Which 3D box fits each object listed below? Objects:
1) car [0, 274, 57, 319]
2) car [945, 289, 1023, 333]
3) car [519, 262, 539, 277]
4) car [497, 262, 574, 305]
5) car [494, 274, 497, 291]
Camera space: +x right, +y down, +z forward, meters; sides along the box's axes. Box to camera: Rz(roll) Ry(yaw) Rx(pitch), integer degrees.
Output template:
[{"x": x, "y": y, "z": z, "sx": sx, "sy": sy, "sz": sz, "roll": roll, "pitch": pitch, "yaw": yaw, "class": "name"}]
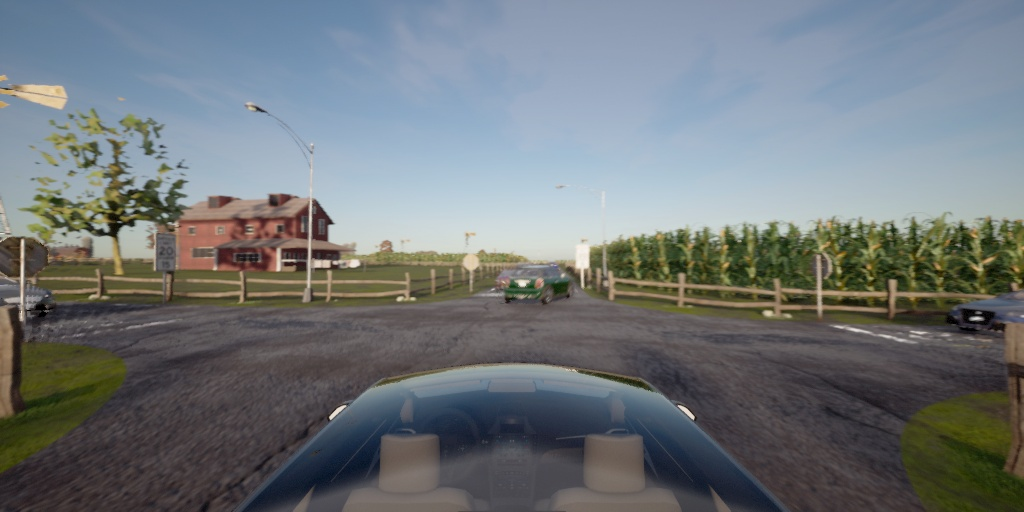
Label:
[{"x": -16.342, "y": 1.164, "z": 10.567, "sx": 4.902, "sy": 1.511, "sz": 2.128, "roll": 1, "pitch": -1, "yaw": 7, "class": "car"}, {"x": 14.876, "y": 1.572, "z": 9.775, "sx": 4.181, "sy": 1.385, "sz": 1.994, "roll": 1, "pitch": -1, "yaw": 5, "class": "car"}, {"x": 2.071, "y": 1.580, "z": 43.086, "sx": 2.097, "sy": 1.767, "sz": 4.553, "roll": -1, "pitch": -1, "yaw": 7, "class": "car"}, {"x": 1.436, "y": 1.270, "z": 17.555, "sx": 2.097, "sy": 1.767, "sz": 4.553, "roll": -1, "pitch": -1, "yaw": 28, "class": "car"}, {"x": -0.002, "y": 1.549, "z": 24.472, "sx": 1.812, "sy": 1.442, "sz": 4.674, "roll": -1, "pitch": -1, "yaw": 5, "class": "car"}]
